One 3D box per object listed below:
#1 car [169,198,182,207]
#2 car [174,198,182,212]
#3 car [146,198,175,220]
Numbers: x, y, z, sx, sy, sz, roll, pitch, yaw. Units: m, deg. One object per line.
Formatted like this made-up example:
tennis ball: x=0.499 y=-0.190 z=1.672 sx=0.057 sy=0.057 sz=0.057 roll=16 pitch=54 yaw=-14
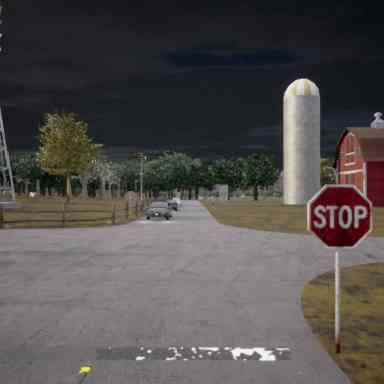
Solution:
car: x=-2.651 y=1.727 z=55.069 sx=1.812 sy=1.442 sz=4.674 roll=0 pitch=-1 yaw=1
car: x=-2.714 y=1.659 z=41.717 sx=2.033 sy=1.411 sz=5.357 roll=0 pitch=0 yaw=0
car: x=-2.791 y=1.562 z=29.147 sx=1.837 sy=1.490 sz=4.892 roll=0 pitch=0 yaw=1
